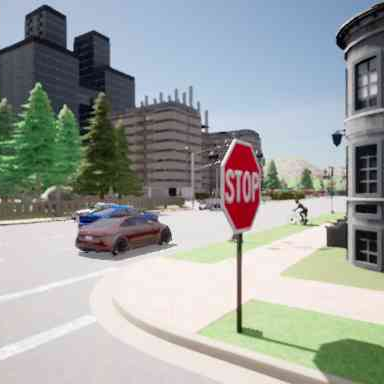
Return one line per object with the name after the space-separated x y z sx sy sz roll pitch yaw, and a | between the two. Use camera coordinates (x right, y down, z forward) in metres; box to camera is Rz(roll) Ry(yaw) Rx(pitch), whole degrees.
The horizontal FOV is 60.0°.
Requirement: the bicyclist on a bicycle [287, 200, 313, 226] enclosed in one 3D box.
6.857 1.340 21.213 1.656 1.620 0.582 0 0 33 | bicyclist on a bicycle

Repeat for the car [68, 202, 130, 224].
-7.161 1.570 26.213 1.812 1.442 4.674 0 0 33 | car

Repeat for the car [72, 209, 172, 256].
-2.615 1.605 13.524 1.994 1.385 4.181 0 0 31 | car

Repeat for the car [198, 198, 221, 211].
2.602 1.548 40.971 2.128 1.511 4.902 0 0 33 | car

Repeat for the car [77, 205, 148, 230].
-5.270 1.644 22.736 1.895 1.301 4.718 0 0 33 | car

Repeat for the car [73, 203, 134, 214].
-3.852 1.520 18.151 1.882 1.535 5.008 0 0 33 | car
